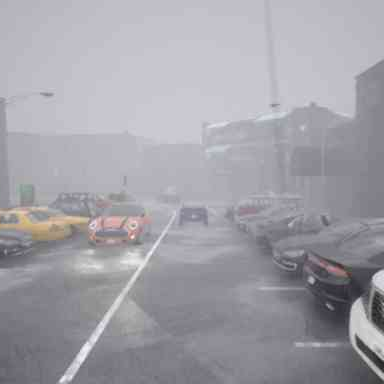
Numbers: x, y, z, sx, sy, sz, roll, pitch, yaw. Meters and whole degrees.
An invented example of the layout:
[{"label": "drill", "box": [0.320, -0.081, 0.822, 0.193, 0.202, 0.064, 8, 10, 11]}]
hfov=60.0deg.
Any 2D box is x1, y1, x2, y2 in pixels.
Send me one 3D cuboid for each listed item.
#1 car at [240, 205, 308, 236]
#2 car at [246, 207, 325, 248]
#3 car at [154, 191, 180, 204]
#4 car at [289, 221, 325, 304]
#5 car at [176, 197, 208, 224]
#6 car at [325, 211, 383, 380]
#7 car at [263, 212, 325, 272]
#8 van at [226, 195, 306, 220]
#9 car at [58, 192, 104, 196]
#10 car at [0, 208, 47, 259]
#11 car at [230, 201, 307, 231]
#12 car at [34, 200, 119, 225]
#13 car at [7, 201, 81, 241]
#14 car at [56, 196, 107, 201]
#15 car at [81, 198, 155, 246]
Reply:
[{"label": "car", "box": [4.664, 1.462, 14.465, 4.674, 1.452, 2.002, 0, 0, 0]}, {"label": "car", "box": [4.653, 1.434, 11.795, 4.892, 1.521, 2.231, 0, 0, 0]}, {"label": "car", "box": [-3.124, 0.590, 41.180, 1.882, 1.535, 5.008, -2, 4, -27]}, {"label": "car", "box": [4.649, 1.455, 6.084, 5.008, 1.535, 2.097, 0, 0, 0]}, {"label": "car", "box": [0.100, 1.341, 23.437, 1.882, 1.535, 5.008, 0, 1, 0]}, {"label": "car", "box": [4.624, 1.215, 3.288, 5.566, 2.045, 2.435, 0, 0, 0]}, {"label": "car", "box": [4.663, 1.446, 8.876, 4.892, 1.521, 2.231, 0, 0, 0]}, {"label": "van", "box": [4.550, 1.169, 20.047, 4.442, 1.987, 1.878, 0, 1, 0]}, {"label": "car", "box": [-7.631, 1.052, 25.393, 5.566, 2.045, 2.435, 0, 1, 0]}, {"label": "car", "box": [-7.678, 1.438, 10.679, 4.892, 1.521, 2.231, 0, 0, 0]}, {"label": "car", "box": [4.670, 1.412, 17.255, 4.892, 1.521, 2.231, 0, 0, 0]}, {"label": "car", "box": [-7.667, 1.363, 22.453, 5.008, 1.535, 2.097, 0, 1, 0]}, {"label": "car", "box": [-7.481, 1.410, 16.681, 5.366, 1.575, 1.946, 0, 0, 0]}, {"label": "car", "box": [-7.633, 1.271, 19.622, 4.553, 1.767, 2.185, 0, 0, 0]}, {"label": "car", "box": [-3.099, 1.292, 14.952, 2.097, 1.767, 4.553, 0, 0, 0]}]
